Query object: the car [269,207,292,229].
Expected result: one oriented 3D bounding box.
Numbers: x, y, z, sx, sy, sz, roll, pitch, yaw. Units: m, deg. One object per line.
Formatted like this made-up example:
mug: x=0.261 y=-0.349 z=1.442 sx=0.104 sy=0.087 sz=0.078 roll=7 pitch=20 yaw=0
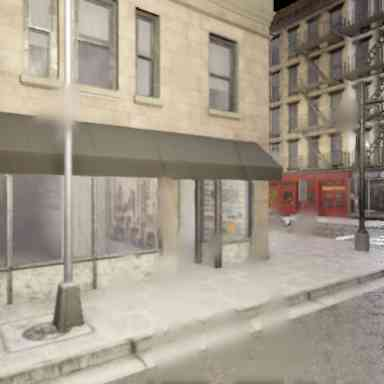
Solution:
car: x=4.062 y=1.477 z=21.131 sx=2.128 sy=1.511 sz=4.902 roll=0 pitch=0 yaw=-36
